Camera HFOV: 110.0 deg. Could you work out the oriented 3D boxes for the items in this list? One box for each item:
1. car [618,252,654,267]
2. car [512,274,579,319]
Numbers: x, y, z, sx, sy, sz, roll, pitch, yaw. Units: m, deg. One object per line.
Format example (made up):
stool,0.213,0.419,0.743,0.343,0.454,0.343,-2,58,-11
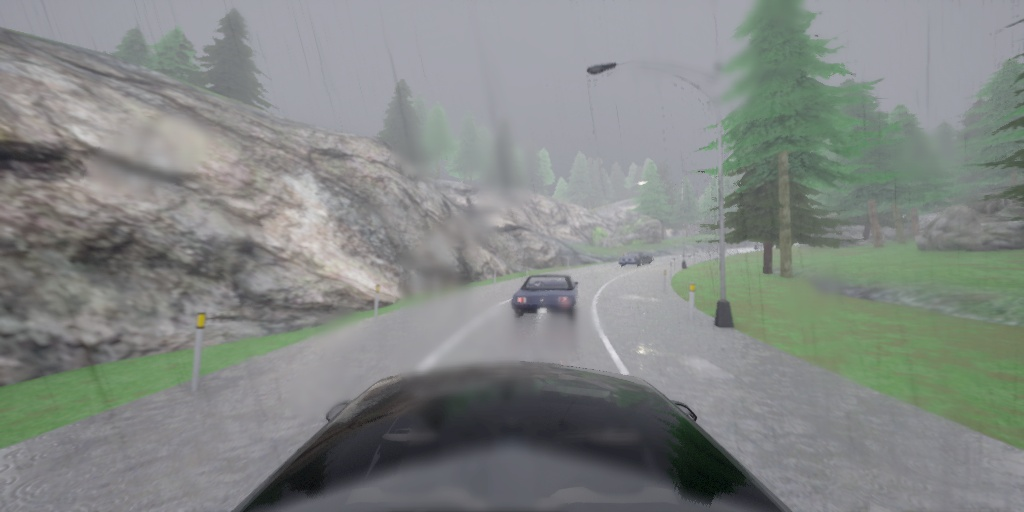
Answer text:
car,12.428,0.290,35.829,2.033,1.411,5.357,-2,2,39
car,1.351,1.269,12.446,1.895,1.301,4.718,0,1,11
